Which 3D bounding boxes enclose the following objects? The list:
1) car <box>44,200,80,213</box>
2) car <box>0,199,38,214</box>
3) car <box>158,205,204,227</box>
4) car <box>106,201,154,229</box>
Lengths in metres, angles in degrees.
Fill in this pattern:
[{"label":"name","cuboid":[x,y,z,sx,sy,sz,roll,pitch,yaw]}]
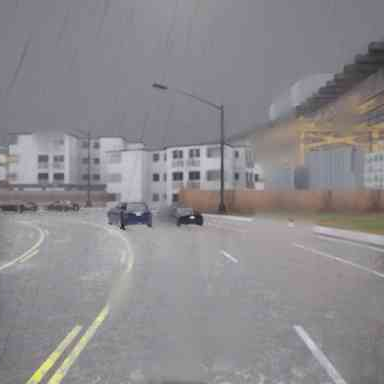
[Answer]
[{"label":"car","cuboid":[-14.584,1.574,37.394,4.674,1.442,1.812,0,0,31]},{"label":"car","cuboid":[-18.703,1.537,35.625,4.902,1.511,2.128,0,0,26]},{"label":"car","cuboid":[-0.872,1.595,23.119,1.994,1.385,4.181,0,0,-26]},{"label":"car","cuboid":[-4.193,1.380,21.975,2.097,1.767,4.553,0,0,-27]}]
